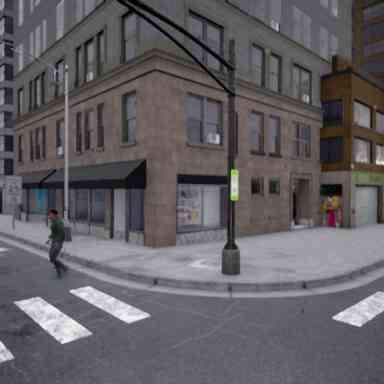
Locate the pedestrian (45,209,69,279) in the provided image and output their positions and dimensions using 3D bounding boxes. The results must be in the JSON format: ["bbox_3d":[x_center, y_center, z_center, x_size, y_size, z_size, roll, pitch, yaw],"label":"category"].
[{"bbox_3d":[-3.477,1.285,8.556,0.375,1.860,0.375,-1,1,-43],"label":"pedestrian"}]
